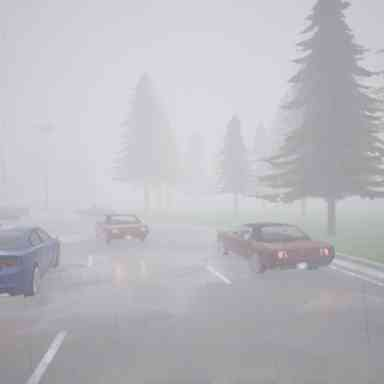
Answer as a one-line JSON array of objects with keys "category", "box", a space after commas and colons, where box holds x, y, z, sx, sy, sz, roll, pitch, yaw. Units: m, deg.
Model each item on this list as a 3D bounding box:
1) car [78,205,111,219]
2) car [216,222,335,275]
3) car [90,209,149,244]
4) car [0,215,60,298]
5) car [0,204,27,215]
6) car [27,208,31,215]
[{"category": "car", "box": [-9.054, 1.893, 31.518, 1.895, 1.301, 4.718, -1, 0, -43]}, {"category": "car", "box": [2.295, 1.618, 10.673, 1.895, 1.301, 4.718, -1, 0, -14]}, {"category": "car", "box": [-3.696, 1.739, 16.732, 1.895, 1.301, 4.718, -1, 0, -24]}, {"category": "car", "box": [-4.731, 1.593, 8.674, 1.882, 1.535, 5.008, 0, 0, -13]}, {"category": "car", "box": [-17.047, 1.951, 29.443, 5.357, 1.411, 2.033, -1, 0, 40]}, {"category": "car", "box": [-18.925, 1.988, 35.408, 4.674, 1.442, 1.812, -1, 0, 41]}]
